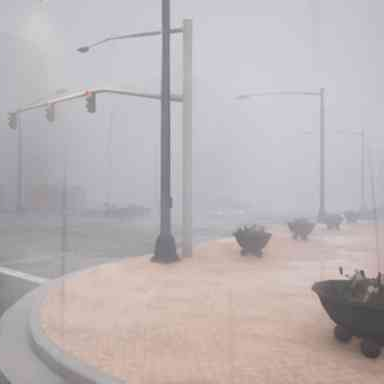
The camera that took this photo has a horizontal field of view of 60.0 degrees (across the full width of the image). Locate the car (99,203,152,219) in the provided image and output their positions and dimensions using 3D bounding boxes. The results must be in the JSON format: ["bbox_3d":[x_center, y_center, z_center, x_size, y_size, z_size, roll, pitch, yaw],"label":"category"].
[{"bbox_3d":[-6.076,1.779,31.601,1.895,1.301,4.718,0,-1,35],"label":"car"}]

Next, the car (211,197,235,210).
[{"bbox_3d":[5.217,1.752,53.551,2.150,2.045,5.566,0,-1,35],"label":"car"}]

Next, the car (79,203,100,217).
[{"bbox_3d":[-8.942,1.773,33.614,1.895,1.301,4.718,0,-1,35],"label":"car"}]

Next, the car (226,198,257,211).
[{"bbox_3d":[7.649,2.032,50.939,1.837,1.490,4.892,0,-1,36],"label":"car"}]
